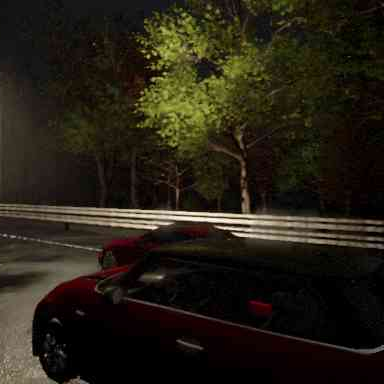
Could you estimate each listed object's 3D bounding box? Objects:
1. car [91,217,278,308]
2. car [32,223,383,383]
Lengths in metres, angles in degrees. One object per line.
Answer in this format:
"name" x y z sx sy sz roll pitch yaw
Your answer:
"car" -0.374 1.531 8.576 4.674 1.442 1.812 0 0 36
"car" 0.118 1.354 3.918 4.553 1.767 2.097 0 0 36
